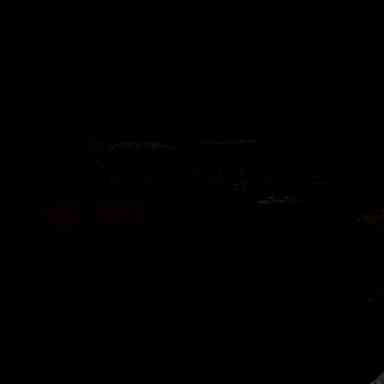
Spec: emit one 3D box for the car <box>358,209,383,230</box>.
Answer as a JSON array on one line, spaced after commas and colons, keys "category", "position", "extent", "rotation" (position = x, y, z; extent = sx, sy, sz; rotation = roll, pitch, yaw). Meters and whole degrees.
[{"category": "car", "position": [14.913, 2.052, 25.982], "extent": [1.882, 1.535, 5.008], "rotation": [0, -2, -2]}]
